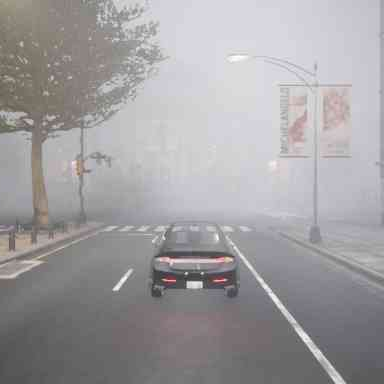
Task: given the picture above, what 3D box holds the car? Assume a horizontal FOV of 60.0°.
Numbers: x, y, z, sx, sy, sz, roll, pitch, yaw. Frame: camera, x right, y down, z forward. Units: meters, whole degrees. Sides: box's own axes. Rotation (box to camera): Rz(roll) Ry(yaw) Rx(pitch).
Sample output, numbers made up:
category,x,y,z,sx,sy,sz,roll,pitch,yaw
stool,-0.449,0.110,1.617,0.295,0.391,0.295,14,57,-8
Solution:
category,x,y,z,sx,sy,sz,roll,pitch,yaw
car,0.060,1.491,8.530,2.128,1.511,4.902,0,0,0
